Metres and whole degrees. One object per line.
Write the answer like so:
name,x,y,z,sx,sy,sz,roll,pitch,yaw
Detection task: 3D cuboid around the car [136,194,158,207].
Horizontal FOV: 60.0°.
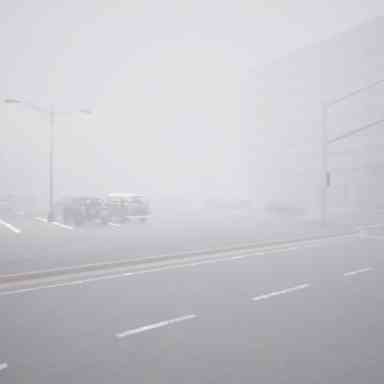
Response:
car,-8.380,1.539,65.406,2.128,1.511,4.902,0,0,-35

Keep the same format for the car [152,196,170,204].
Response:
car,-6.406,1.611,68.517,1.994,1.385,4.181,0,0,-35

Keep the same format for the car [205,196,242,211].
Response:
car,3.622,1.401,42.190,2.097,1.767,4.553,0,0,-35

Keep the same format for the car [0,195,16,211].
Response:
car,-21.730,1.450,37.950,1.970,1.475,3.806,0,0,-35

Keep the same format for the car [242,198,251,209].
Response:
car,5.885,1.525,45.388,1.882,1.535,5.008,0,0,-35

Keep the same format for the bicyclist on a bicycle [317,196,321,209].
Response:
bicyclist on a bicycle,16.592,1.347,42.905,1.656,1.620,0.582,0,0,-35

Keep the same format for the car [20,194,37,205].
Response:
car,-27.204,1.206,55.403,1.932,1.855,4.605,0,0,-35

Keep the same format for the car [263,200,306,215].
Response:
car,9.380,1.574,34.131,1.812,1.442,4.674,0,0,-36

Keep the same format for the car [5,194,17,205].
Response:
car,-29.599,1.210,53.777,1.905,1.878,3.866,0,0,-35

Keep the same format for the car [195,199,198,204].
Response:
car,-1.005,1.594,61.023,2.033,1.411,5.357,0,0,-35

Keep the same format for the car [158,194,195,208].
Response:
car,-2.475,1.270,50.768,2.150,2.045,5.566,0,0,-36
